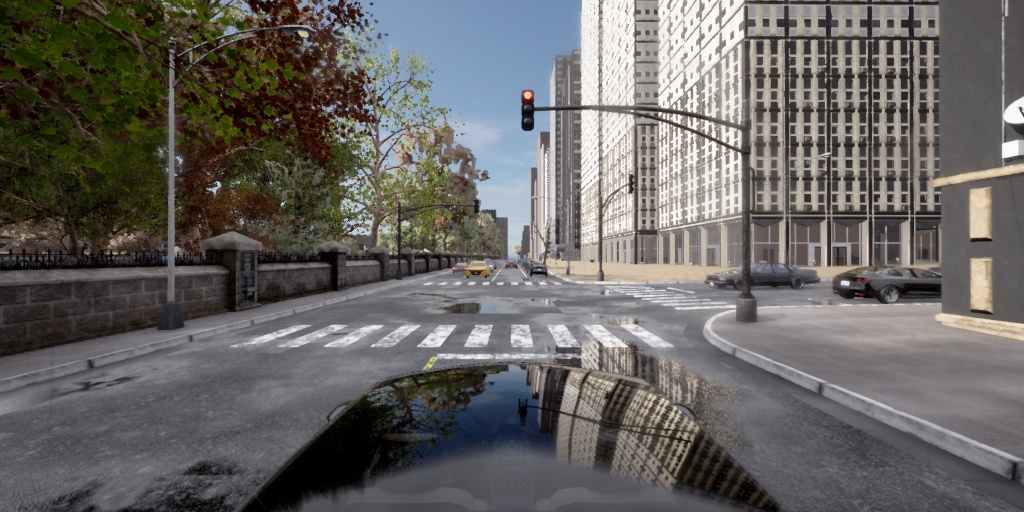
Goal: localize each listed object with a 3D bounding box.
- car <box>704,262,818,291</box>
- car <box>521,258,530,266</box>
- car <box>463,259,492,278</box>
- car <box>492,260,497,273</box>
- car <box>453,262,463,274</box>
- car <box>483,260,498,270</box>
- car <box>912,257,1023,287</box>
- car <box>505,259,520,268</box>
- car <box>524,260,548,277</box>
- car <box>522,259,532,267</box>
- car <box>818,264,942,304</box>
[{"bbox_3d":[13.391,1.053,19.310,5.357,1.411,2.033,-1,0,-1],"label":"car"},{"bbox_3d":[2.542,1.338,47.348,1.948,1.339,4.313,0,0,0],"label":"car"},{"bbox_3d":[-3.203,1.240,34.253,1.882,1.535,5.008,0,0,0],"label":"car"},{"bbox_3d":[-3.233,1.370,44.316,1.895,1.301,4.718,0,0,0],"label":"car"},{"bbox_3d":[-5.820,1.349,41.688,1.802,1.307,4.207,0,0,0],"label":"car"},{"bbox_3d":[-3.260,1.327,54.871,2.033,1.411,5.357,0,0,0],"label":"car"},{"bbox_3d":[25.158,0.811,19.422,4.892,1.490,1.837,-1,0,0],"label":"car"},{"bbox_3d":[-0.086,1.311,59.805,1.812,1.442,4.674,0,0,0],"label":"car"},{"bbox_3d":[2.578,1.329,36.083,1.948,1.339,4.313,0,0,0],"label":"car"},{"bbox_3d":[2.560,1.333,41.716,1.948,1.339,4.313,0,0,0],"label":"car"},{"bbox_3d":[14.647,1.026,13.540,4.313,1.339,1.948,0,0,0],"label":"car"}]
